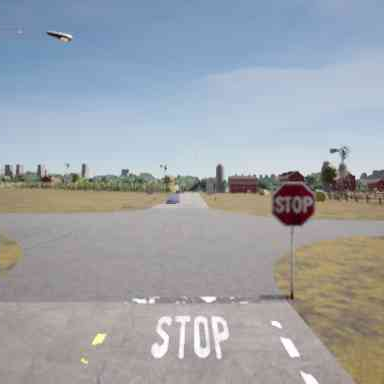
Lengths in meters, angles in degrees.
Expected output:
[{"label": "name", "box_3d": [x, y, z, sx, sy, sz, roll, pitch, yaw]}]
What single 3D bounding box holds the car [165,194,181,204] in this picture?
[{"label": "car", "box_3d": [-2.600, 0.958, 46.367, 1.812, 1.442, 4.674, 0, 2, 0]}]
